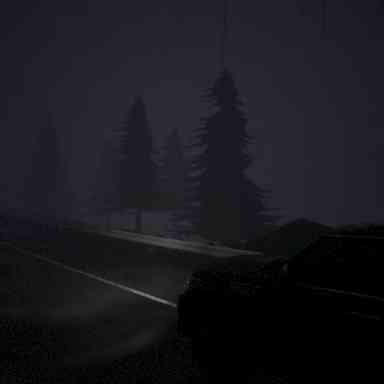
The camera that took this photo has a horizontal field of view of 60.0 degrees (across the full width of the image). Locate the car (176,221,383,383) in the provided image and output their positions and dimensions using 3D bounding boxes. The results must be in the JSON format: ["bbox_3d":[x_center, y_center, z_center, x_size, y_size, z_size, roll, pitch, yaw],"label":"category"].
[{"bbox_3d":[2.295,1.319,3.619,5.566,2.045,2.150,0,-1,43],"label":"car"}]
